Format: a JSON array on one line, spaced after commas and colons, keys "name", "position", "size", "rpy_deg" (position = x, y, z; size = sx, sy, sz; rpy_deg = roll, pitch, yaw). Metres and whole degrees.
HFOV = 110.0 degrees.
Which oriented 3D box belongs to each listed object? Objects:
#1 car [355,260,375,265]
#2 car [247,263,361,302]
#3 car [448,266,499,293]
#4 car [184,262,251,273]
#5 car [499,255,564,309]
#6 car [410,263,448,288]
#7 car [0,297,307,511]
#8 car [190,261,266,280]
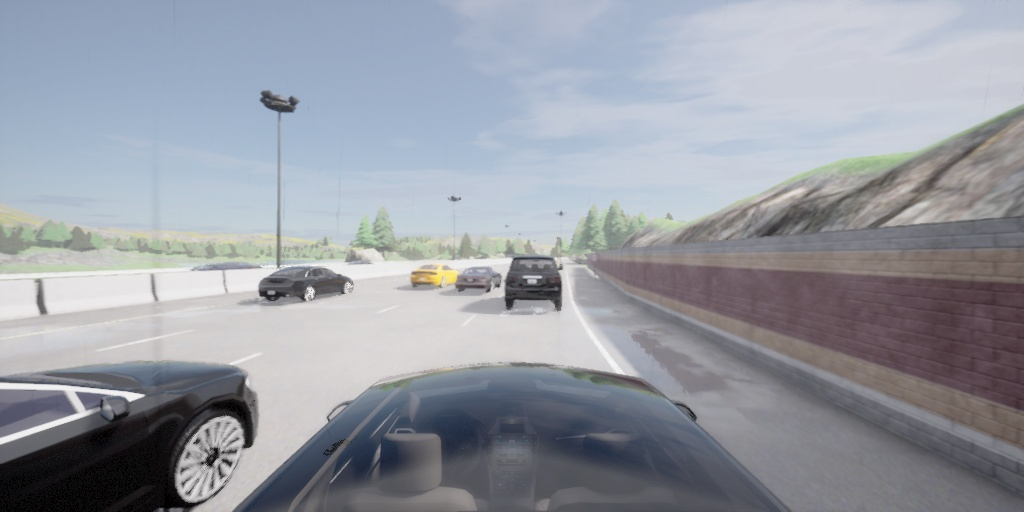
[{"name": "car", "position": [-19.598, 1.255, 46.125], "size": [2.033, 1.411, 5.357], "rpy_deg": [0, 0, 9]}, {"name": "car", "position": [-9.359, 1.229, 16.748], "size": [1.837, 1.490, 4.892], "rpy_deg": [0, 0, 6]}, {"name": "car", "position": [-1.816, 1.306, 21.000], "size": [2.033, 1.411, 5.357], "rpy_deg": [0, 0, 8]}, {"name": "car", "position": [-19.388, 1.253, 23.020], "size": [1.994, 1.385, 4.181], "rpy_deg": [0, 0, 8]}, {"name": "car", "position": [0.989, 0.987, 15.155], "size": [2.150, 2.045, 5.566], "rpy_deg": [0, 0, 6]}, {"name": "car", "position": [-4.961, 1.226, 23.608], "size": [1.882, 1.535, 5.008], "rpy_deg": [0, 0, 8]}, {"name": "car", "position": [-3.333, 1.228, 1.445], "size": [2.128, 1.511, 4.902], "rpy_deg": [0, 0, 0]}, {"name": "car", "position": [-25.166, 1.221, 32.117], "size": [2.033, 1.411, 5.357], "rpy_deg": [0, 0, 8]}]
